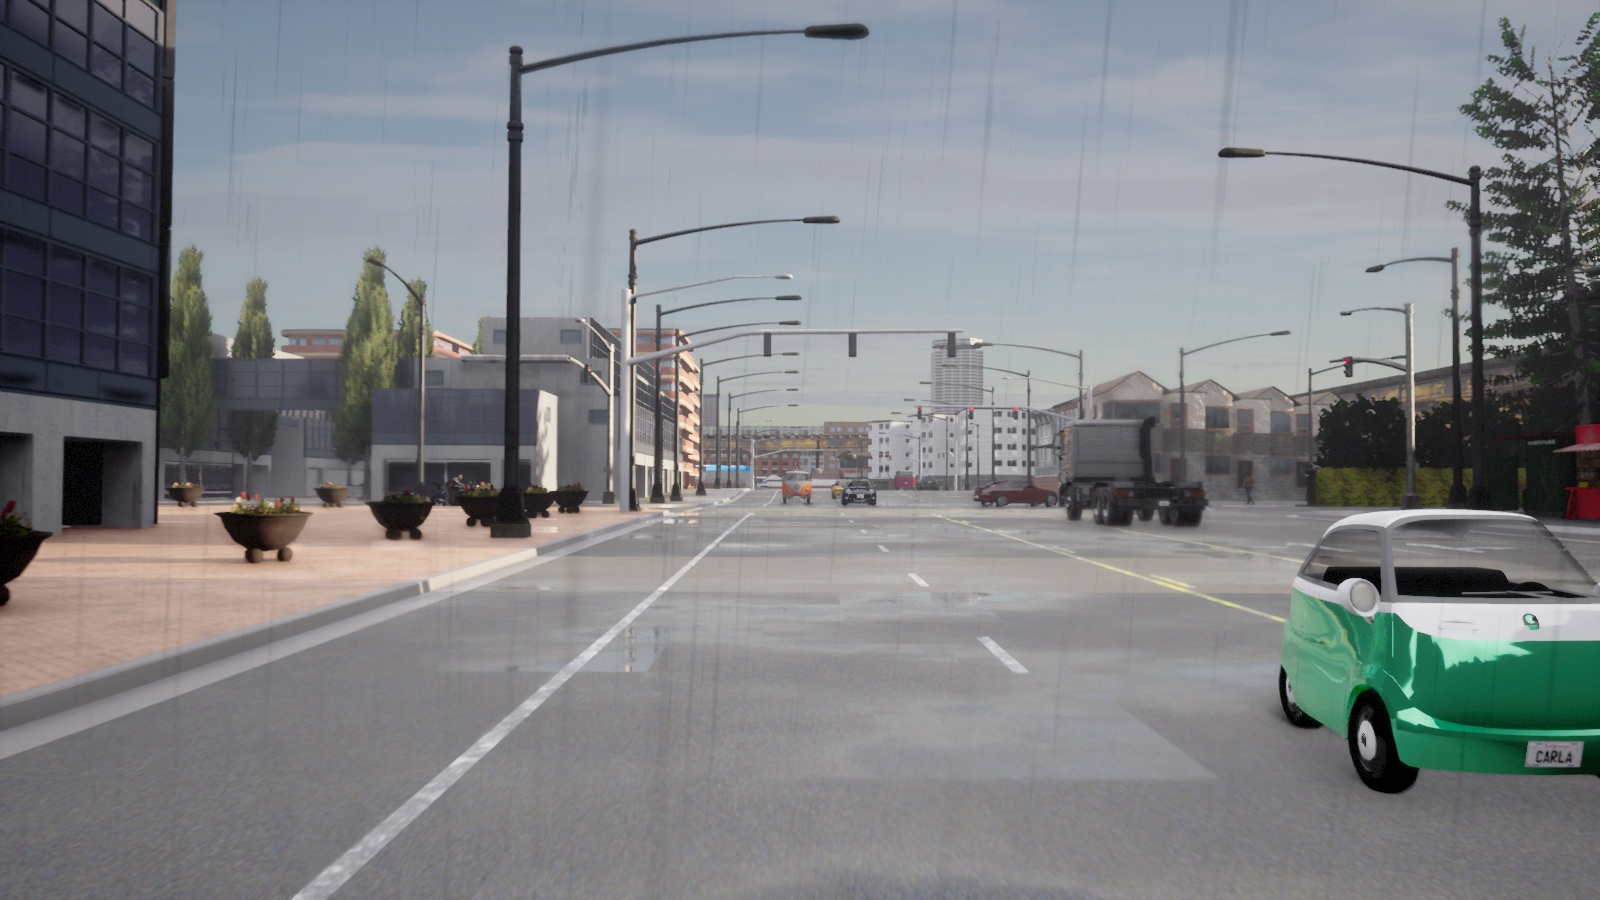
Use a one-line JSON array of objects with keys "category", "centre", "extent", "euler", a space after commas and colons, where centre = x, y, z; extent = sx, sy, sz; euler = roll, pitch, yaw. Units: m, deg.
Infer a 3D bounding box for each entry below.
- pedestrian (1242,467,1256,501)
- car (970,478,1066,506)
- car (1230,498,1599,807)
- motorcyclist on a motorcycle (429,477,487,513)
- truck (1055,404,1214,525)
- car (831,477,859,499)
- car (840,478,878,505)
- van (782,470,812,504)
[{"category": "pedestrian", "centre": [23.769, 1.799, 66.479], "extent": [0.869, 1.805, 0.328], "euler": [1, -2, -42]}, {"category": "car", "centre": [11.413, 2.197, 65.836], "extent": [4.674, 1.442, 1.812], "euler": [0, -2, -19]}, {"category": "car", "centre": [3.484, 0.972, 6.888], "extent": [1.481, 1.376, 2.207], "euler": [0, -1, 0]}, {"category": "motorcyclist on a motorcycle", "centre": [-14.575, 1.927, 53.557], "extent": [2.191, 1.530, 0.866], "euler": [0, -2, 0]}, {"category": "truck", "centre": [10.401, 0.494, 39.951], "extent": [2.891, 3.462, 7.936], "euler": [0, -1, 0]}, {"category": "car", "centre": [3.282, 2.766, 92.198], "extent": [1.801, 1.575, 5.366], "euler": [0, -1, 0]}, {"category": "car", "centre": [3.332, 2.328, 71.139], "extent": [1.970, 1.475, 3.806], "euler": [0, -2, 0]}, {"category": "van", "centre": [-0.183, 2.265, 76.466], "extent": [1.775, 1.987, 4.442], "euler": [0, -2, 0]}]
